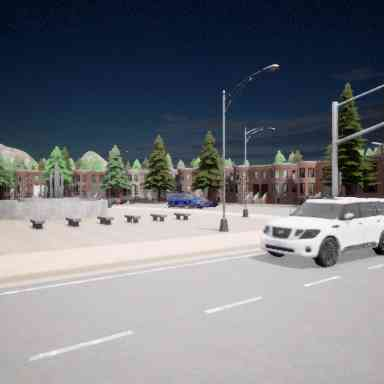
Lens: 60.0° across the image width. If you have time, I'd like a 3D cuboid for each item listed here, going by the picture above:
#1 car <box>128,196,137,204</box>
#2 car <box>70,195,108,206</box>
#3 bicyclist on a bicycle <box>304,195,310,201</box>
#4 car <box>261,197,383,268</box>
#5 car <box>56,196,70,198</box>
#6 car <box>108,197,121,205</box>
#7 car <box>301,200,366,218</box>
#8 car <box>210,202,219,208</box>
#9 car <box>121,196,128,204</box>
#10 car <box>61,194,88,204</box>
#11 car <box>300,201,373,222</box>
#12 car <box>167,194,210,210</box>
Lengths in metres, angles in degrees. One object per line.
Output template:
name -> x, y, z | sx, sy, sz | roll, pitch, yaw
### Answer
car -> -12.736, 1.505, 62.058 | 4.892, 1.490, 1.837 | 0, 0, 18
car -> -16.240, 1.405, 52.370 | 4.553, 1.767, 2.097 | 0, 0, 16
bicyclist on a bicycle -> 16.174, 1.303, 46.611 | 1.656, 1.620, 0.582 | 0, 0, -37
car -> 4.935, 1.221, 11.643 | 5.566, 2.045, 2.150 | 0, 0, -33
car -> -23.818, 1.505, 60.694 | 4.892, 1.490, 1.837 | 0, 0, 5
car -> -15.234, 1.568, 55.722 | 5.357, 1.411, 2.033 | 0, 0, 16
car -> 13.365, 1.547, 31.782 | 2.033, 1.411, 5.357 | 0, 0, -36
car -> 1.416, 1.601, 46.162 | 4.718, 1.301, 1.895 | 0, 0, 40
car -> -14.081, 1.564, 58.826 | 4.181, 1.385, 1.994 | 0, 0, 18
car -> -22.556, 1.352, 63.988 | 4.553, 1.767, 2.097 | 0, 0, 7
car -> 11.920, 1.547, 27.847 | 2.033, 1.411, 5.357 | 0, 0, -36
car -> -0.833, 1.223, 43.536 | 5.566, 2.045, 2.150 | 0, 0, 40
